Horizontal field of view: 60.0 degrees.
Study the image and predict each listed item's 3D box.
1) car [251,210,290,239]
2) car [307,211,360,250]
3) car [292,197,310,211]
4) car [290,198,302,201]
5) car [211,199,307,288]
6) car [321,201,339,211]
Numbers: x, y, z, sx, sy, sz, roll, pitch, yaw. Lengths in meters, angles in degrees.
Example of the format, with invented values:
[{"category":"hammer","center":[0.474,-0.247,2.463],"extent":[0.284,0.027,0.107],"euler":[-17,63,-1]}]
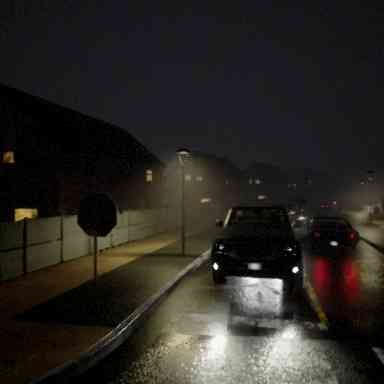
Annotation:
[{"category":"car","center":[4.907,1.864,20.224],"extent":[1.895,1.301,4.718],"euler":[-1,-1,18]},{"category":"car","center":[6.366,1.790,15.451],"extent":[1.895,1.301,4.718],"euler":[-1,-1,18]},{"category":"car","center":[12.607,1.596,39.548],"extent":[2.150,2.045,5.566],"euler":[-1,0,27]},{"category":"car","center":[8.432,1.697,29.923],"extent":[2.097,1.767,4.553],"euler":[-1,-1,22]},{"category":"car","center":[2.038,1.365,10.175],"extent":[2.150,2.045,5.566],"euler":[-1,-1,13]},{"category":"car","center":[18.442,1.886,44.562],"extent":[2.033,1.411,5.357],"euler":[-1,0,28]}]
